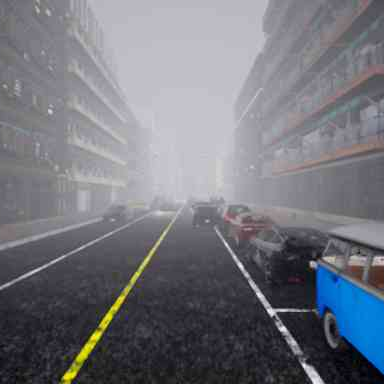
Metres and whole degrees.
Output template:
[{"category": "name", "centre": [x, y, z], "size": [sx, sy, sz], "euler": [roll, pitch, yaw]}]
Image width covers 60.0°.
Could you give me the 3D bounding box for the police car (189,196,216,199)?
[{"category": "police car", "centre": [0.882, 1.506, 31.735], "size": [1.930, 1.638, 5.238], "euler": [0, 0, 0]}]

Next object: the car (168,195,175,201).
[{"category": "car", "centre": [-5.742, 1.653, 93.765], "size": [1.967, 1.590, 4.097], "euler": [0, 0, 0]}]

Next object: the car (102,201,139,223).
[{"category": "car", "centre": [-5.704, 1.632, 26.127], "size": [1.947, 1.339, 4.313], "euler": [0, 0, 0]}]

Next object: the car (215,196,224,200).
[{"category": "car", "centre": [2.672, 1.409, 37.403], "size": [2.192, 1.841, 5.009], "euler": [0, 0, 0]}]

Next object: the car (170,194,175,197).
[{"category": "car", "centre": [-5.737, 1.517, 88.129], "size": [2.192, 1.841, 5.009], "euler": [0, 0, 0]}]

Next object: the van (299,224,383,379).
[{"category": "van", "centre": [2.690, 1.351, 3.584], "size": [1.690, 1.788, 3.998], "euler": [0, 0, 0]}]

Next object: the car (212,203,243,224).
[{"category": "car", "centre": [2.677, 1.618, 26.129], "size": [2.008, 1.369, 4.403], "euler": [0, 0, 0]}]

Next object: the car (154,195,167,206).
[{"category": "car", "centre": [-5.720, 1.571, 54.311], "size": [1.967, 1.590, 4.097], "euler": [0, 0, 0]}]

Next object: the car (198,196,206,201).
[{"category": "car", "centre": [2.642, 1.728, 88.300], "size": [1.752, 1.417, 4.829], "euler": [0, 0, 0]}]

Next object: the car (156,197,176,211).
[{"category": "car", "centre": [-3.116, 1.706, 42.696], "size": [1.895, 1.301, 4.718], "euler": [0, 0, 0]}]

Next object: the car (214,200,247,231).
[{"category": "car", "centre": [2.680, 1.494, 20.494], "size": [1.967, 1.590, 4.097], "euler": [0, 0, 0]}]

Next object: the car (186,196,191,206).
[{"category": "car", "centre": [-0.032, 1.629, 57.173], "size": [2.128, 1.511, 4.902], "euler": [0, 0, 0]}]

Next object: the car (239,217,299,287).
[{"category": "car", "centre": [2.686, 1.591, 9.220], "size": [1.947, 1.339, 4.313], "euler": [0, 0, 0]}]

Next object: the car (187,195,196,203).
[{"category": "car", "centre": [-0.040, 1.520, 72.173], "size": [1.882, 1.535, 5.008], "euler": [0, 0, 0]}]

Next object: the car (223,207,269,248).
[{"category": "car", "centre": [2.683, 1.584, 14.856], "size": [1.887, 1.381, 4.507], "euler": [0, 0, 0]}]

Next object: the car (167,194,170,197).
[{"category": "car", "centre": [-5.722, 1.458, 59.948], "size": [2.192, 1.841, 5.009], "euler": [0, 0, 0]}]

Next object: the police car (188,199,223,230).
[{"category": "police car", "centre": [0.888, 1.482, 21.735], "size": [1.930, 1.638, 5.238], "euler": [0, 0, 0]}]

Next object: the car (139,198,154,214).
[{"category": "car", "centre": [-5.710, 1.618, 37.231], "size": [1.752, 1.417, 4.829], "euler": [0, 0, 0]}]
